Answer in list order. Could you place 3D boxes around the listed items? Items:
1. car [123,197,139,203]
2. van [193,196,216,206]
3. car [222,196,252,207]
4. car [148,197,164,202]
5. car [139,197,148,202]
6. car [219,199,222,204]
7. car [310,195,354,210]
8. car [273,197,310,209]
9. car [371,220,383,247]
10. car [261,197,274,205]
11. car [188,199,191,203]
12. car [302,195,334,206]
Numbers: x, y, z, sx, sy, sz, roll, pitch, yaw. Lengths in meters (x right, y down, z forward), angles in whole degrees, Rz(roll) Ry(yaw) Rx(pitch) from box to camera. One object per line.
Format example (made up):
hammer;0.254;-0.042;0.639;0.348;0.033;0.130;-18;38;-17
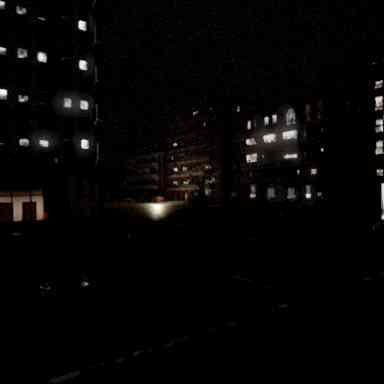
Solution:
car;-15.911;2.237;84.150;2.008;1.369;4.403;-2;1;-36
van;2.376;1.566;58.833;1.690;1.788;3.998;-2;1;-36
car;7.299;1.646;51.950;1.887;1.381;4.507;-2;1;-36
car;-9.130;1.954;89.064;1.967;1.590;4.097;-3;1;-36
car;-12.391;2.162;93.576;1.947;1.339;4.313;-3;1;-36
car;7.204;1.542;66.512;1.967;1.590;4.097;-3;1;-36
car;16.645;1.418;38.964;2.008;1.369;4.403;-2;1;-36
car;13.378;1.499;43.475;2.008;1.369;4.403;-2;1;-36
car;8.588;1.252;12.696;4.097;1.590;1.967;-1;0;-36
car;13.801;1.517;57.535;1.802;1.307;4.206;-3;1;-36
car;0.674;1.848;75.532;1.802;1.307;4.206;-3;1;-36
car;19.058;1.244;50.352;1.967;1.590;4.097;-3;1;-36
